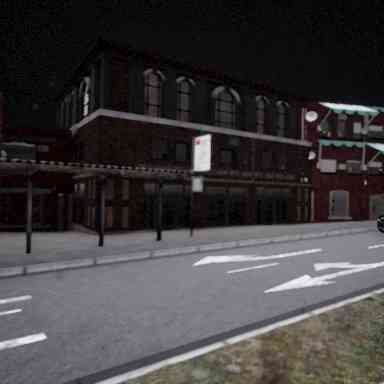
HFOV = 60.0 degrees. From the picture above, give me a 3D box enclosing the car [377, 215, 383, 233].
[{"bbox_3d":[12.302,1.448,18.379,5.008,1.535,2.097,0,0,-31],"label":"car"}]
